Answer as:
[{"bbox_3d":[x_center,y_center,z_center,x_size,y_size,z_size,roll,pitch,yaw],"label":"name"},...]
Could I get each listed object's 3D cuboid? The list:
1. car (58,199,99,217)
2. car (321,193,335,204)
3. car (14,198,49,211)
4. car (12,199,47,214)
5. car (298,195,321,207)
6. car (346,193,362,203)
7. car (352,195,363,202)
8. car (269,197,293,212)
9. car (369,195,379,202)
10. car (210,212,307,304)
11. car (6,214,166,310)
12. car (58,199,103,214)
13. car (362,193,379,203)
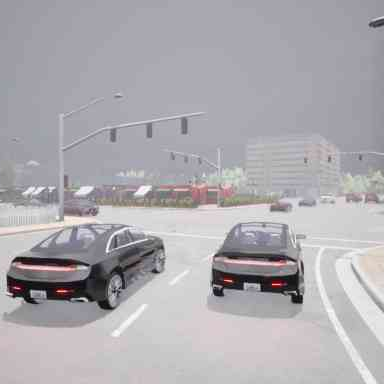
[{"bbox_3d":[-11.065,1.619,32.404,4.181,1.385,1.994,0,0,32],"label":"car"},{"bbox_3d":[26.236,1.222,64.481,2.150,2.045,5.566,0,0,32],"label":"car"},{"bbox_3d":[-20.445,1.581,42.404,4.674,1.442,1.812,0,0,32],"label":"car"},{"bbox_3d":[-18.187,1.619,36.866,4.181,1.385,1.994,0,0,32],"label":"car"},{"bbox_3d":[17.681,1.546,50.718,2.033,1.411,5.357,0,0,32],"label":"car"},{"bbox_3d":[33.993,1.225,70.429,2.150,2.045,5.566,0,0,32],"label":"car"},{"bbox_3d":[39.554,1.540,79.492,2.033,1.411,5.357,0,0,32],"label":"car"},{"bbox_3d":[10.082,1.624,37.627,1.895,1.301,4.718,0,1,25],"label":"car"},{"bbox_3d":[42.319,1.524,77.306,1.812,1.442,4.674,0,0,32],"label":"car"},{"bbox_3d":[1.764,1.492,8.294,2.128,1.511,4.902,0,0,16],"label":"car"},{"bbox_3d":[-2.053,1.492,7.909,2.128,1.511,4.902,0,0,12],"label":"car"},{"bbox_3d":[-12.635,1.547,37.527,4.902,1.511,2.128,0,0,32],"label":"car"},{"bbox_3d":[36.783,1.225,68.284,2.150,2.045,5.566,0,0,32],"label":"car"}]
